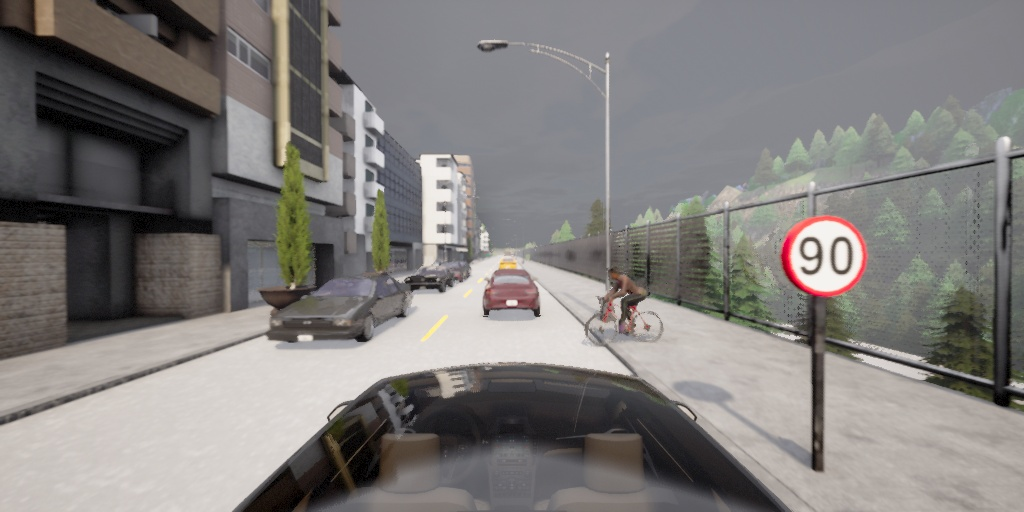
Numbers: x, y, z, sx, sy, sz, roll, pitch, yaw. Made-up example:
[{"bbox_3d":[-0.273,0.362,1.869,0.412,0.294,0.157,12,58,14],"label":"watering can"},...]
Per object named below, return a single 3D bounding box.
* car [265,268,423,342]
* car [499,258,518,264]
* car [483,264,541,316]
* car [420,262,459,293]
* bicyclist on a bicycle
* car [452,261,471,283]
[{"bbox_3d":[-4.194,1.245,9.874,2.033,1.411,5.357,0,0,-1],"label":"car"},{"bbox_3d":[-0.414,0.908,38.704,1.882,1.535,5.008,0,1,-1],"label":"car"},{"bbox_3d":[-0.035,1.180,12.737,1.812,1.442,4.674,0,1,-1],"label":"car"},{"bbox_3d":[-4.321,1.215,19.536,1.895,1.301,4.718,0,0,0],"label":"car"},{"bbox_3d":[2.323,1.051,7.486,1.656,1.620,0.582,-3,1,-1],"label":"bicyclist on a bicycle"},{"bbox_3d":[-4.310,1.143,25.398,1.994,1.385,4.181,0,0,-1],"label":"car"}]
